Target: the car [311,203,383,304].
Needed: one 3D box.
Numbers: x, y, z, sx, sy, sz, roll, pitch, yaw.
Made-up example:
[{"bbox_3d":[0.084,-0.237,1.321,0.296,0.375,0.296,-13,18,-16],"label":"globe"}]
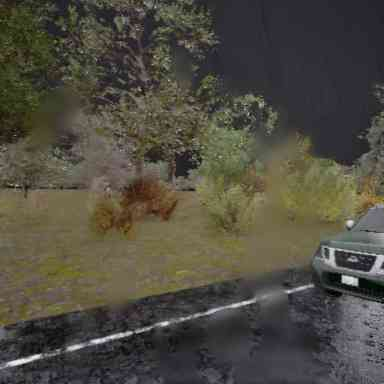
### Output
[{"bbox_3d":[5.100,1.246,7.550,5.566,2.045,2.150,0,0,-35],"label":"car"}]
